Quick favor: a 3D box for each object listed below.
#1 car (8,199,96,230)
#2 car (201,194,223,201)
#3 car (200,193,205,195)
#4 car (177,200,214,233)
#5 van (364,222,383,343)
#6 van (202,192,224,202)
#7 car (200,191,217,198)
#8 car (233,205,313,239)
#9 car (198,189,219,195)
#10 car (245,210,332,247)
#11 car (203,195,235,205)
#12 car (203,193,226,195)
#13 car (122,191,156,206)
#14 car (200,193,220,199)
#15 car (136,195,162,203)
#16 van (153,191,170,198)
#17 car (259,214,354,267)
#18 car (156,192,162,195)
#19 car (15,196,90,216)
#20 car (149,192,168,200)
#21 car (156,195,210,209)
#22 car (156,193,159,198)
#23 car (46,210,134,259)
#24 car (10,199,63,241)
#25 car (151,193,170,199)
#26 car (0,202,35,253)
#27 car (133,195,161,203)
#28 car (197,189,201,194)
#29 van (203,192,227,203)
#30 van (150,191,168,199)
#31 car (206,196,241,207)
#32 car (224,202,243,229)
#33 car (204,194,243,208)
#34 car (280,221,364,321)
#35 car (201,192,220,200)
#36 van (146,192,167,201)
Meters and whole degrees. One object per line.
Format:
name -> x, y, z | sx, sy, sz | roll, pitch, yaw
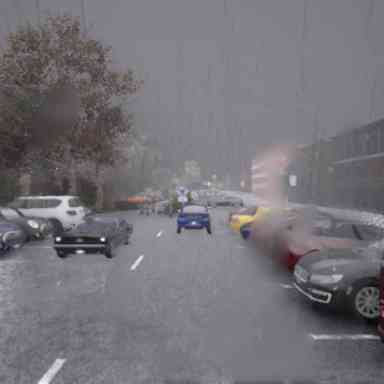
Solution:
car -> -8.503, 1.362, 20.535 | 4.553, 1.767, 2.185 | 0, 0, 0
car -> 4.455, 1.217, 74.824 | 4.674, 1.452, 2.002 | 0, 1, 0
car -> 4.201, 1.283, 52.198 | 5.366, 1.575, 1.946 | 0, 0, 0
car -> 0.169, 1.484, 19.959 | 1.882, 1.535, 5.008 | 0, 0, 2
van -> 4.657, 1.255, 3.703 | 4.442, 1.987, 1.878 | 0, 0, 0
van -> 4.319, 1.030, 69.031 | 4.442, 1.987, 1.878 | 0, 0, 0
car -> 4.471, 0.726, 91.773 | 4.553, 1.767, 2.185 | 0, 1, 0
car -> 4.515, 1.514, 14.960 | 4.792, 1.488, 2.163 | 0, 0, 0
car -> 4.439, 1.021, 60.674 | 5.566, 2.045, 2.435 | 0, 0, 0
car -> 4.541, 1.524, 12.177 | 4.674, 1.452, 2.002 | 0, 0, 0
car -> 4.400, 1.281, 55.024 | 5.008, 1.535, 2.097 | 0, 0, 0
car -> 4.375, 1.330, 49.372 | 4.674, 1.452, 2.002 | 0, 0, 0
car -> -8.170, 1.166, 49.373 | 4.553, 1.767, 2.185 | 0, 0, 0
car -> 4.475, 1.055, 83.300 | 4.674, 1.452, 2.002 | 0, 1, 0
car -> -8.128, 1.299, 63.367 | 4.792, 1.488, 2.163 | 0, 0, 0
van -> -8.190, 0.683, 88.921 | 4.442, 1.987, 1.878 | 0, 1, 0
car -> 4.572, 1.512, 9.394 | 4.792, 1.488, 2.163 | 0, 0, 0
car -> -8.182, 1.279, 57.845 | 4.892, 1.521, 2.231 | 0, 0, 0
car -> -8.564, 1.236, 17.750 | 5.566, 2.045, 2.435 | 0, 0, 0
car -> -8.071, 0.948, 80.327 | 4.553, 1.767, 2.185 | 0, 1, 0
car -> -0.998, 1.390, 37.554 | 5.357, 1.411, 2.033 | 0, 0, -2
car -> -8.188, 1.287, 52.073 | 5.008, 1.535, 2.097 | 0, 0, 0
car -> -3.571, 1.606, 12.834 | 1.895, 1.301, 4.718 | 0, 0, 0
car -> -8.567, 1.361, 14.839 | 4.553, 1.767, 2.185 | 0, 0, 0
car -> -8.090, 0.964, 86.100 | 4.892, 1.521, 2.231 | 0, 1, 0
car -> -8.568, 1.360, 12.055 | 4.553, 1.767, 2.185 | 0, 0, 0
car -> -8.137, 1.304, 60.543 | 4.792, 1.488, 2.163 | 0, 0, 0
car -> 4.457, 0.709, 86.119 | 5.566, 2.045, 2.435 | 0, 1, 0
van -> 4.303, 1.042, 63.500 | 4.442, 1.987, 1.878 | 0, 0, 0
van -> -8.210, 0.791, 83.272 | 4.442, 1.987, 1.878 | 0, 1, 0
car -> 4.367, 1.335, 46.546 | 4.674, 1.452, 2.002 | 0, 0, 0
car -> 4.530, 1.527, 20.385 | 4.674, 1.452, 2.002 | -1, 0, 0
car -> 4.332, 1.329, 43.719 | 4.792, 1.488, 2.163 | 0, 0, 0
car -> 4.548, 1.483, 6.610 | 4.892, 1.521, 2.231 | 0, 0, 0
car -> 4.438, 0.943, 80.472 | 4.553, 1.767, 2.185 | 0, 1, 0
van -> -8.001, 0.954, 74.801 | 4.442, 1.987, 1.878 | 0, 1, 0
